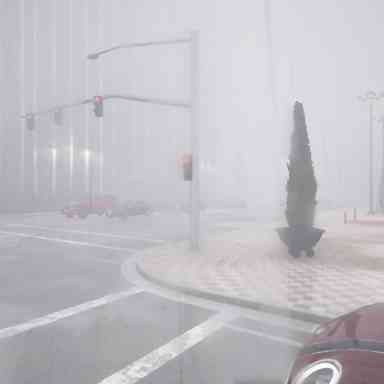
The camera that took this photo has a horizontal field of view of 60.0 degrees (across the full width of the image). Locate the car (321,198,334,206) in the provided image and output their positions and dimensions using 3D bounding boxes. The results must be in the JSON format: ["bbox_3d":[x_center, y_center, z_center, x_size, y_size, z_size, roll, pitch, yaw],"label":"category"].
[{"bbox_3d":[22.648,1.602,56.399,1.895,1.301,4.718,0,0,34],"label":"car"}]

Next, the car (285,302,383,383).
[{"bbox_3d":[2.861,1.352,1.930,4.553,1.767,2.097,0,0,36],"label":"car"}]

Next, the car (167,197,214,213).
[{"bbox_3d":[-0.066,1.494,36.380,2.128,1.511,4.902,0,0,35],"label":"car"}]

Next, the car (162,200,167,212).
[{"bbox_3d":[-3.167,1.566,38.045,1.994,1.385,4.181,0,0,35],"label":"car"}]

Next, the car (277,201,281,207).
[{"bbox_3d":[14.689,1.566,51.099,1.994,1.385,4.181,0,0,35],"label":"car"}]

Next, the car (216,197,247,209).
[{"bbox_3d":[5.745,1.494,44.699,2.128,1.511,4.902,0,0,35],"label":"car"}]

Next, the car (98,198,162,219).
[{"bbox_3d":[-5.276,1.494,28.908,2.128,1.511,4.902,0,0,35],"label":"car"}]

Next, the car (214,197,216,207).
[{"bbox_3d":[2.661,1.480,46.398,1.882,1.535,5.008,0,0,35],"label":"car"}]

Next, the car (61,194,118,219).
[{"bbox_3d":[-8.871,1.224,29.857,2.150,2.045,5.566,0,0,35],"label":"car"}]
